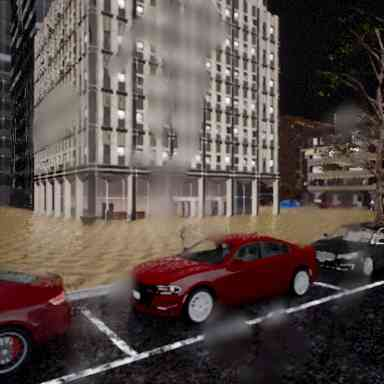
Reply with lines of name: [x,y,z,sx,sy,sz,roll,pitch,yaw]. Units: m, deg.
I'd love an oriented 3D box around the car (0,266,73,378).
car: [-3.644,1.574,3.968,4.206,1.307,1.802,1,-1,-36]

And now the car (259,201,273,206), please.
car: [19.918,3.141,89.264,1.802,1.307,4.206,-1,0,-36]

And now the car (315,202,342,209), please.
car: [26.550,2.741,65.685,1.887,1.381,4.507,-1,0,-36]

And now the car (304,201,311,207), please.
car: [26.454,2.836,80.248,1.967,1.590,4.097,-1,0,-36]

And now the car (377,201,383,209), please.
car: [38.315,2.545,64.093,1.967,1.590,4.097,-1,0,-36]

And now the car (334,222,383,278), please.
car: [5.355,1.655,10.388,4.403,1.369,2.008,1,-1,-35]

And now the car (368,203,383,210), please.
car: [32.632,2.596,57.213,2.008,1.369,4.403,-1,0,-36]

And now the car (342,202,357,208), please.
car: [33.052,2.816,71.272,1.802,1.307,4.206,-1,0,-36]

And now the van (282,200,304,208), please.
van: [21.628,2.661,72.570,1.690,1.788,3.998,-1,0,-36]

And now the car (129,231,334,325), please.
car: [0.856,1.593,7.178,4.507,1.381,1.887,1,-1,-36]
